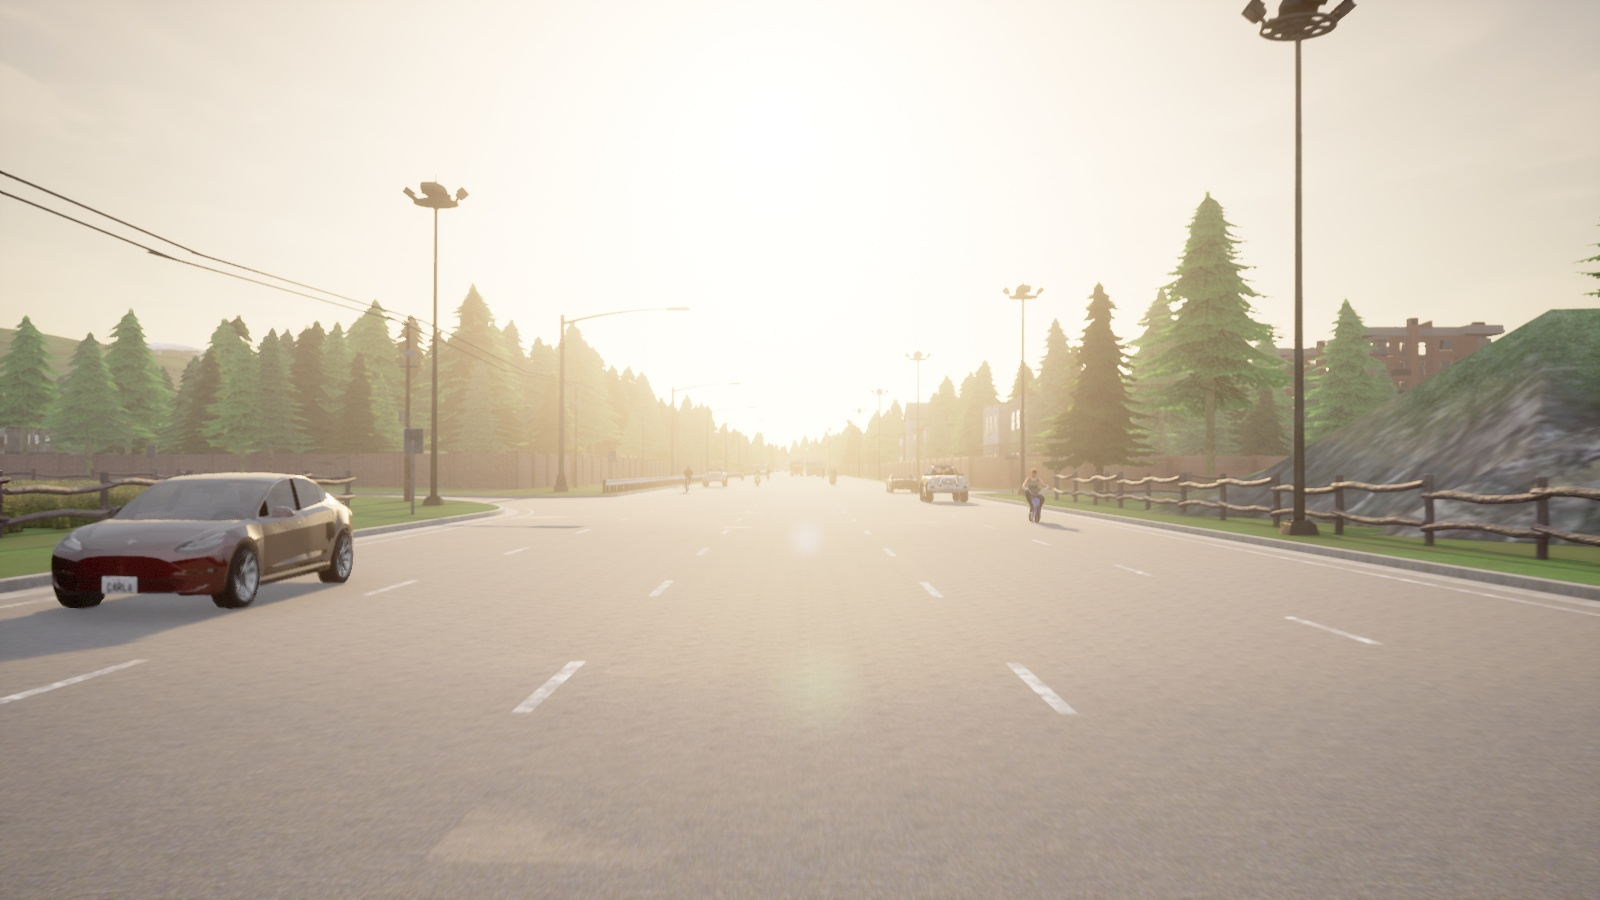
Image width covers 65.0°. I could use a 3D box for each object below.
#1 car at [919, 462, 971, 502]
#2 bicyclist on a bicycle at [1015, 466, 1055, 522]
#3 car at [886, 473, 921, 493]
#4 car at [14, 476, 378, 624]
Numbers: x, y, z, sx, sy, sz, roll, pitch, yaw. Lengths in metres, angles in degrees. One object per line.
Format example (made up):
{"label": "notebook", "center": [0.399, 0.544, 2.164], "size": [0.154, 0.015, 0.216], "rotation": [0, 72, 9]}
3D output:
{"label": "car", "center": [6.853, 1.529, 59.950], "size": [1.932, 1.855, 4.605], "rotation": [0, -1, 0]}
{"label": "bicyclist on a bicycle", "center": [6.914, 1.293, 37.023], "size": [0.866, 1.612, 1.509], "rotation": [0, -1, 0]}
{"label": "car", "center": [6.798, 2.168, 83.077], "size": [1.895, 1.301, 4.718], "rotation": [0, -1, 0]}
{"label": "car", "center": [-7.032, 1.077, 15.347], "size": [2.163, 1.488, 4.792], "rotation": [0, -1, 0]}
